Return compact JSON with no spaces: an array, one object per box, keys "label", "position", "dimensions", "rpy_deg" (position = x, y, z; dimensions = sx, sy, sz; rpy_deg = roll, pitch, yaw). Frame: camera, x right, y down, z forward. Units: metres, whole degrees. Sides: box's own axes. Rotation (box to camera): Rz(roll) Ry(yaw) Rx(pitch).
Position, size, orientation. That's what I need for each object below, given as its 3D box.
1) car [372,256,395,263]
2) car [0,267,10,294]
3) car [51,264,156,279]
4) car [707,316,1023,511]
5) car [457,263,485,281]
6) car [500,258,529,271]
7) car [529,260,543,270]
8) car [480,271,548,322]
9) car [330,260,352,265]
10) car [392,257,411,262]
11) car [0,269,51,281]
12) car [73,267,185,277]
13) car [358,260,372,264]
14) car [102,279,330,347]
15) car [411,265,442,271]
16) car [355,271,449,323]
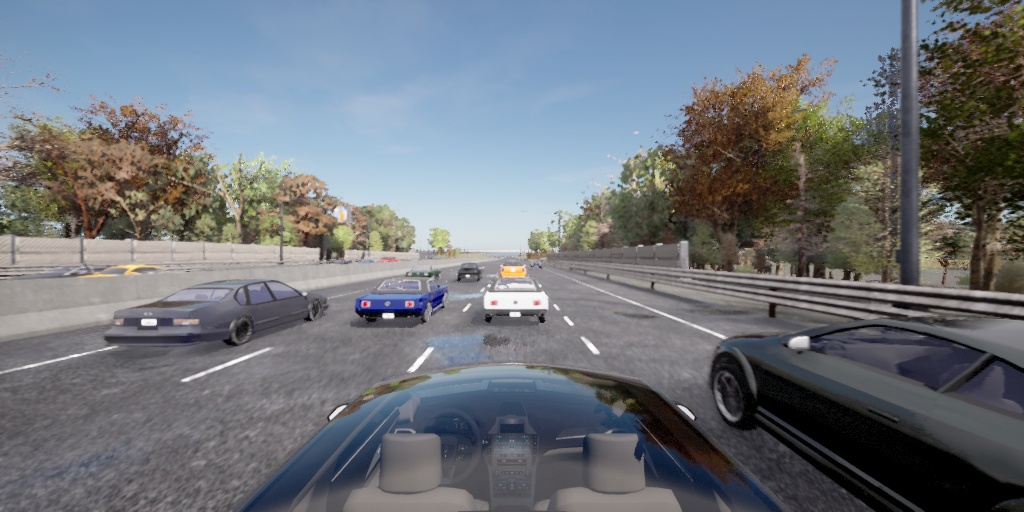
[{"label":"car","position":[-21.040,1.066,60.532],"dimensions":[2.150,2.045,5.566],"rpy_deg":[0,0,1]},{"label":"car","position":[-28.102,1.292,17.090],"dimensions":[1.812,1.442,4.674],"rpy_deg":[0,0,0]},{"label":"car","position":[-21.104,1.248,19.734],"dimensions":[1.882,1.535,5.008],"rpy_deg":[0,0,0]},{"label":"car","position":[3.365,1.148,2.746],"dimensions":[1.994,1.385,4.181],"rpy_deg":[0,0,2]},{"label":"car","position":[-3.408,1.293,30.089],"dimensions":[1.837,1.490,4.892],"rpy_deg":[0,0,0]},{"label":"car","position":[0.092,1.140,29.795],"dimensions":[2.097,1.767,4.553],"rpy_deg":[0,0,0]},{"label":"car","position":[3.486,1.270,53.422],"dimensions":[1.895,1.301,4.718],"rpy_deg":[0,0,0]},{"label":"car","position":[0.097,1.362,12.372],"dimensions":[1.895,1.301,4.718],"rpy_deg":[0,0,0]},{"label":"car","position":[-28.040,1.334,58.981],"dimensions":[2.128,1.511,4.902],"rpy_deg":[0,0,1]},{"label":"car","position":[-17.541,1.388,59.289],"dimensions":[2.033,1.411,5.357],"rpy_deg":[0,0,1]},{"label":"car","position":[-24.603,1.263,20.123],"dimensions":[2.128,1.511,4.902],"rpy_deg":[0,0,0]},{"label":"car","position":[-17.604,1.369,17.604],"dimensions":[1.895,1.301,4.718],"rpy_deg":[0,0,0]},{"label":"car","position":[-24.540,1.369,60.566],"dimensions":[1.812,1.442,4.674],"rpy_deg":[0,0,1]},{"label":"car","position":[-6.907,1.305,9.321],"dimensions":[2.033,1.411,5.357],"rpy_deg":[0,0,0]},{"label":"car","position":[-6.905,1.386,28.619],"dimensions":[1.895,1.301,4.718],"rpy_deg":[0,0,0]},{"label":"car","position":[-3.403,1.362,12.109],"dimensions":[1.895,1.301,4.718],"rpy_deg":[0,0,0]}]
